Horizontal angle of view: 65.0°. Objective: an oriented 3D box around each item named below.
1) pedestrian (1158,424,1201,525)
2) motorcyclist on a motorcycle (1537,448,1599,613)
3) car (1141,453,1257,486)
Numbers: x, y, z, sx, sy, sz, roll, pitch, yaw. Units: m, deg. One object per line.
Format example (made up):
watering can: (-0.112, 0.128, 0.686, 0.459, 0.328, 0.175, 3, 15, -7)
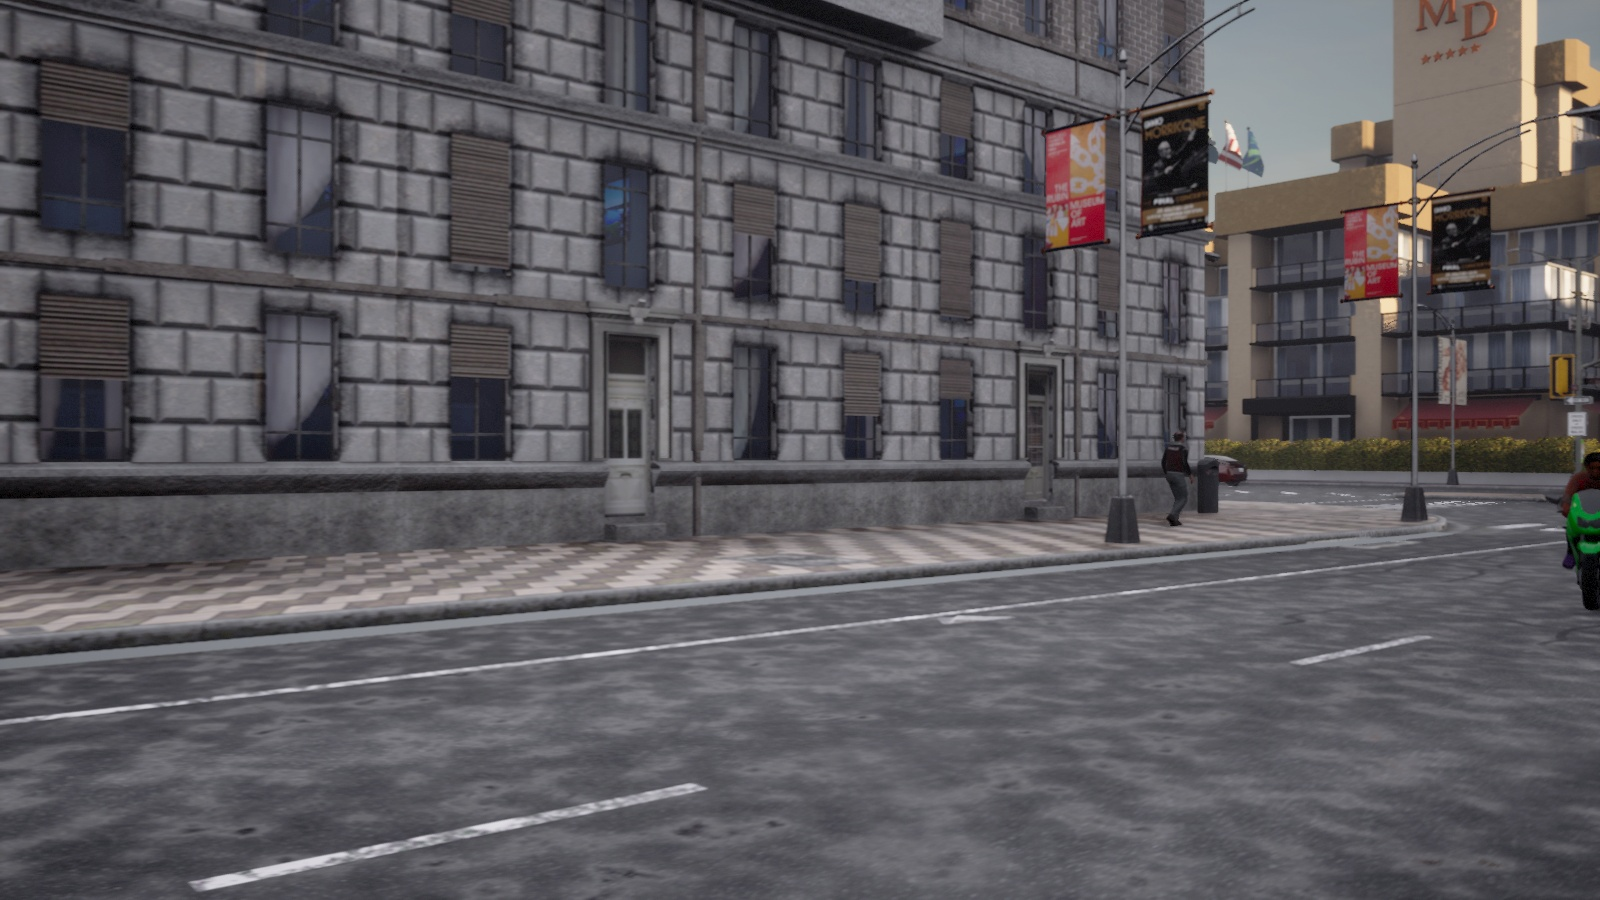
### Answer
pedestrian: (7.048, 0.455, 23.342, 0.720, 1.854, 0.376, 0, 0, -31)
motorcyclist on a motorcycle: (7.909, 0.745, 12.483, 0.797, 1.523, 2.044, 0, 0, 36)
car: (18.789, 0.878, 59.319, 2.163, 1.488, 4.792, 0, 0, -40)
